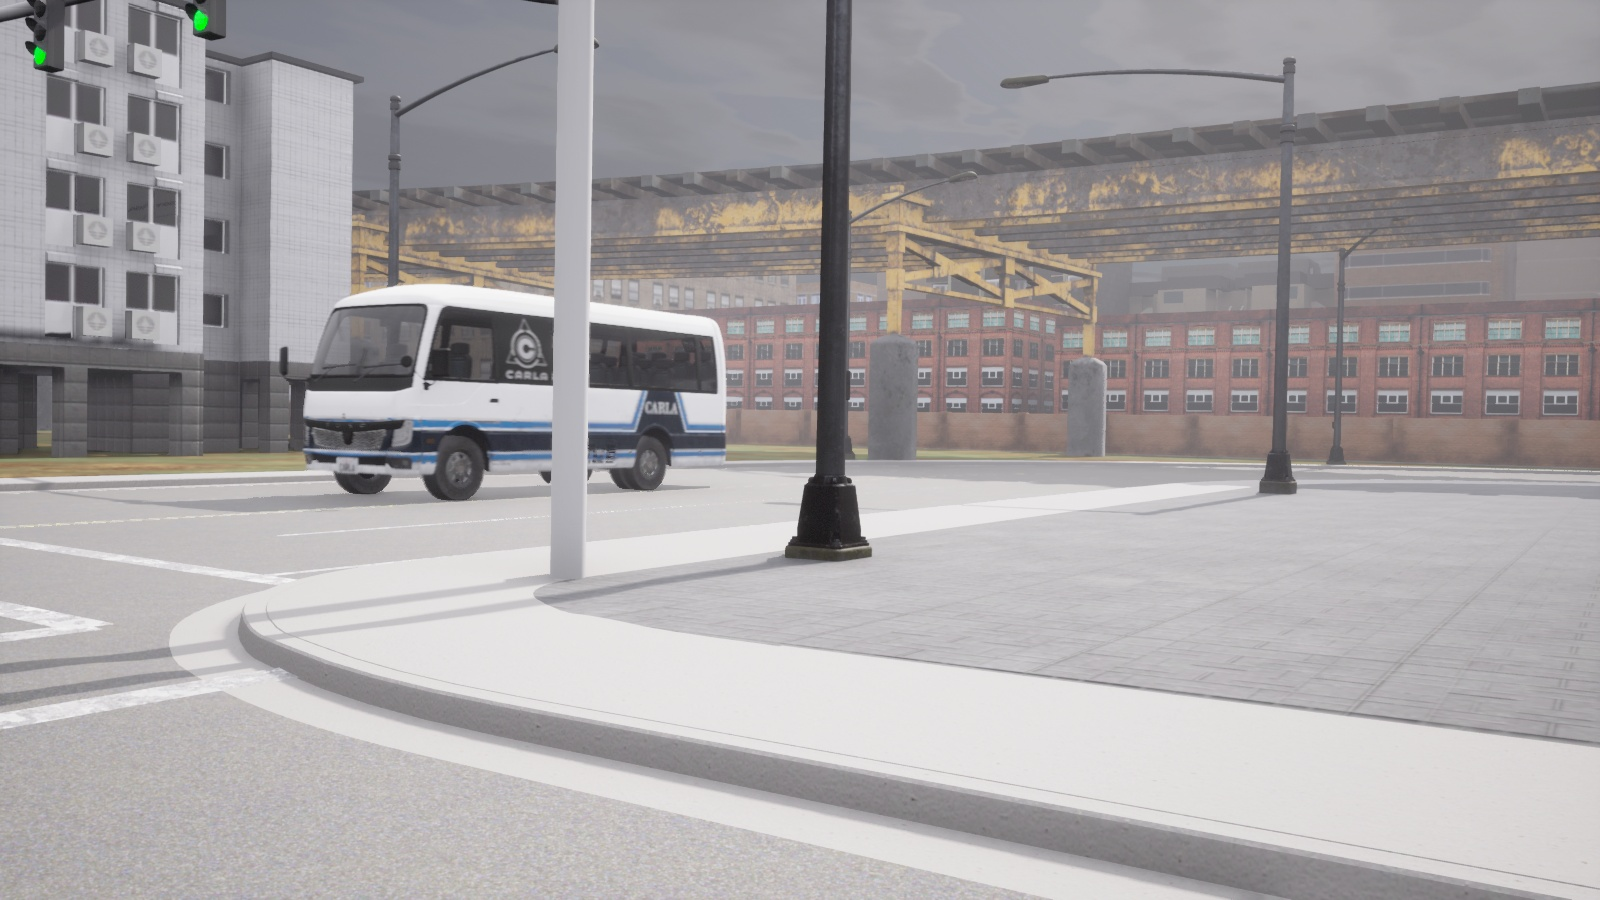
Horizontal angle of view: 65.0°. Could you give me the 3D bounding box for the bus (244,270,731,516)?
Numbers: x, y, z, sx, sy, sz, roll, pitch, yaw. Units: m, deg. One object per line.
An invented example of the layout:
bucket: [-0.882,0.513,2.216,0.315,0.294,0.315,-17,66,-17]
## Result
bus: [-6.100,-1.094,27.077,3.944,4.253,10.273,1,1,33]
